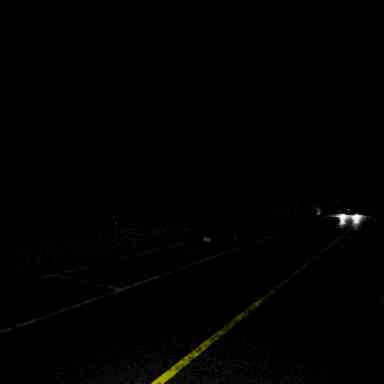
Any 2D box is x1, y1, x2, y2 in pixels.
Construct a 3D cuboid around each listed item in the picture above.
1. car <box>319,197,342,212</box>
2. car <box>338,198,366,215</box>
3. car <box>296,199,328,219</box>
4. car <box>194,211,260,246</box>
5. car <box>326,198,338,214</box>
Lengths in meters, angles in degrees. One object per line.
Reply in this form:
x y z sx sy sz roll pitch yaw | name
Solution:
16.239 1.438 38.884 1.967 1.590 4.097 0 0 32 | car
16.189 1.562 33.847 1.994 1.385 4.181 0 0 32 | car
10.446 1.580 29.474 1.802 1.307 4.206 0 0 32 | car
1.756 1.565 15.359 1.947 1.339 4.313 0 0 32 | car
13.342 1.564 34.179 1.947 1.339 4.313 0 0 32 | car
